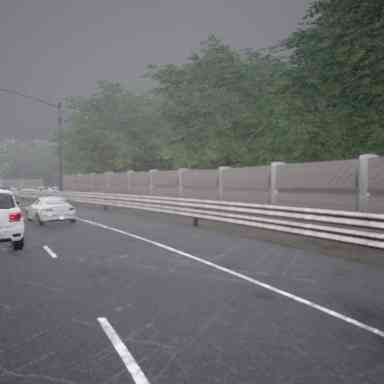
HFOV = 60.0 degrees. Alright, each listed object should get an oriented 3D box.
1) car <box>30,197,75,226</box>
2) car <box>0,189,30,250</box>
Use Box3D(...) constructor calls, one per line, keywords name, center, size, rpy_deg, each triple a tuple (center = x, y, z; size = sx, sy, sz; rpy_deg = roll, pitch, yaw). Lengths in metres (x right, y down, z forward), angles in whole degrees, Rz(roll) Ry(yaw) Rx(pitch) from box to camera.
Box3D(name="car", center=(-7.969, 1.006, 18.648), size=(1.812, 1.442, 4.674), rpy_deg=(-1, 2, -36))
Box3D(name="car", center=(-7.514, 0.899, 11.964), size=(2.150, 2.045, 5.566), rpy_deg=(-1, 2, -34))
